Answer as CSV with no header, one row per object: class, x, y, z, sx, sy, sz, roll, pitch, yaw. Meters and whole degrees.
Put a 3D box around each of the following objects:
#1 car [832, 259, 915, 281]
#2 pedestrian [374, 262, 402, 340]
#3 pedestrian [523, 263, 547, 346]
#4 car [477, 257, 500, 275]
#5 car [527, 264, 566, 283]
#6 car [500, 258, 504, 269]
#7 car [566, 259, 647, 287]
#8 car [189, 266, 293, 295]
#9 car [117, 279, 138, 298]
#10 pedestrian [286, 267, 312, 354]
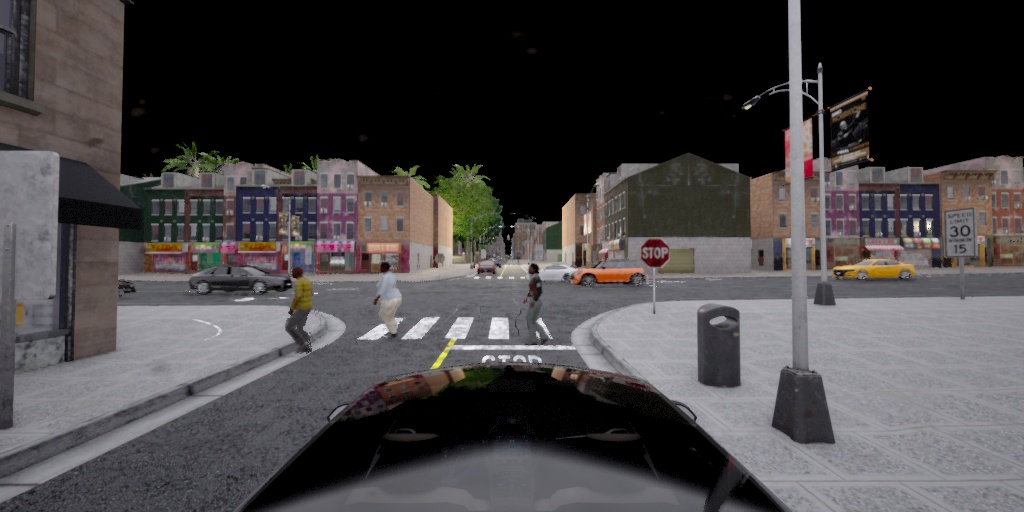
car,26.501,0.983,26.401,5.008,1.535,1.882,-1,-1,-1
pedestrian,-2.943,1.044,8.534,0.375,1.860,0.375,1,-1,0
pedestrian,0.505,1.044,7.941,0.375,1.860,0.375,1,-1,0
car,-2.609,1.208,38.631,1.882,1.535,5.008,0,0,1
car,3.407,1.328,27.734,4.674,1.442,1.812,0,-1,30
car,-2.567,1.316,55.921,1.895,1.301,4.718,0,0,0
car,6.068,1.046,22.954,4.553,1.767,2.097,-1,-1,-1
car,-14.465,1.282,19.304,4.892,1.490,1.837,0,-1,-1
car,-20.193,1.250,15.996,5.357,1.411,2.033,0,-1,0
pedestrian,-4.339,1.044,7.336,0.375,1.860,0.375,1,-1,0
